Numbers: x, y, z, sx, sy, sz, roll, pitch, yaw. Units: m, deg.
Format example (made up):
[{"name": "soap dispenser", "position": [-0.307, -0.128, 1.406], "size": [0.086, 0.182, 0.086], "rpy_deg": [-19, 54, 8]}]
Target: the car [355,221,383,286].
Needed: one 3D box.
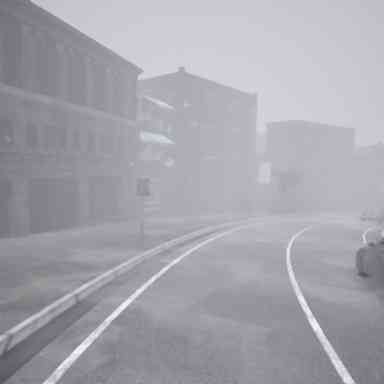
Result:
[{"name": "car", "position": [5.348, 1.699, 7.832], "size": [1.812, 1.442, 4.674], "rpy_deg": [2, 0, 11]}]

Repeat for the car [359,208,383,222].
[{"name": "car", "position": [18.596, 2.394, 33.496], "size": [5.357, 1.411, 2.033], "rpy_deg": [3, 2, -45]}]
